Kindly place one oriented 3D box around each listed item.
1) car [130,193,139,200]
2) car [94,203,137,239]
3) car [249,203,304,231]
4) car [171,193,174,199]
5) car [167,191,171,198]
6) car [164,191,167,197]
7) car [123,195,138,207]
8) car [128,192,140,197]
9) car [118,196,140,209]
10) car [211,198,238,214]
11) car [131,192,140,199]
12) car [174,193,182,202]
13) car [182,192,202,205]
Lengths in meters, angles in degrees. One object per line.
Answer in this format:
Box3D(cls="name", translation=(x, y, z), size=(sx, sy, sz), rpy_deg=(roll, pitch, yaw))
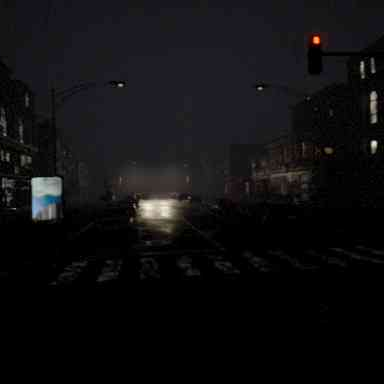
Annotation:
Box3D(cls="car", translation=(-12.181, 0.944, 71.114), size=(1.752, 1.417, 4.829), rpy_deg=(-1, 1, -9))
Box3D(cls="car", translation=(-3.843, 1.458, 16.702), size=(1.802, 1.307, 4.206), rpy_deg=(-1, 1, -9))
Box3D(cls="car", translation=(4.440, 1.229, 17.956), size=(1.947, 1.339, 4.313), rpy_deg=(-1, 1, -9))
Box3D(cls="car", translation=(-2.250, 0.845, 61.620), size=(2.008, 1.369, 4.403), rpy_deg=(-1, 1, -9))
Box3D(cls="car", translation=(-3.922, 0.786, 72.536), size=(1.802, 1.307, 4.206), rpy_deg=(-1, 1, -9))
Box3D(cls="car", translation=(-6.433, 0.513, 88.908), size=(1.967, 1.590, 4.097), rpy_deg=(-1, 1, -9))
Box3D(cls="car", translation=(-8.000, 1.170, 43.824), size=(1.752, 1.417, 4.829), rpy_deg=(-1, 1, -9))
Box3D(cls="car", translation=(-7.191, 1.130, 38.533), size=(1.967, 1.590, 4.097), rpy_deg=(-1, 1, -9))
Box3D(cls="car", translation=(-5.517, 1.333, 27.617), size=(2.008, 1.369, 4.403), rpy_deg=(-1, 1, -9))
Box3D(cls="car", translation=(2.768, 1.152, 28.871), size=(1.802, 1.307, 4.206), rpy_deg=(-1, 1, -9))
Box3D(cls="car", translation=(-13.881, 0.769, 82.198), size=(1.967, 1.590, 4.097), rpy_deg=(-1, 1, -9))
Box3D(cls="car", translation=(-1.416, 0.779, 56.160), size=(1.967, 1.590, 4.097), rpy_deg=(-1, 1, -9))
Box3D(cls="car", translation=(0.258, 0.981, 45.246), size=(2.008, 1.369, 4.403), rpy_deg=(-1, 1, -9))
